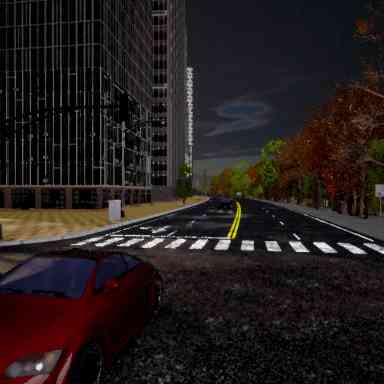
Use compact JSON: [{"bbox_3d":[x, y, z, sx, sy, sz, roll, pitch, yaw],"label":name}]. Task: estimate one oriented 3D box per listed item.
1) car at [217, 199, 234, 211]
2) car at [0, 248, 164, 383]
[{"bbox_3d":[4.198,1.575,41.252,1.994,1.385,4.181,0,0,8],"label":"car"},{"bbox_3d":[-1.807,1.583,4.868,1.994,1.385,4.181,-1,0,10],"label":"car"}]
